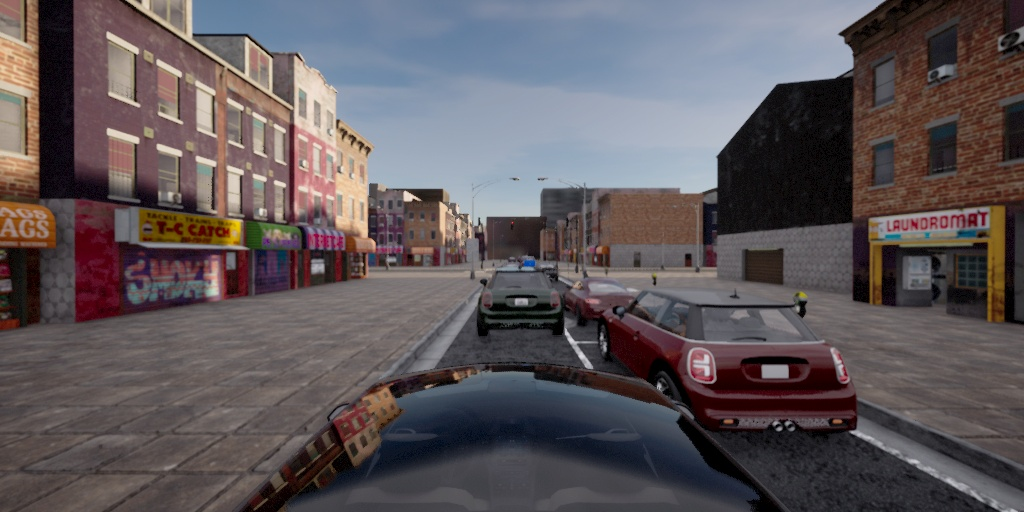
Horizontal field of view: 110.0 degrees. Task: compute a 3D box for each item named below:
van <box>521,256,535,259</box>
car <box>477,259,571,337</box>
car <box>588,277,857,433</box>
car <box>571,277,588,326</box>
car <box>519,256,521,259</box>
[{"bbox_3d":[2.679,0.961,55.256,1.690,1.789,3.998,0,0,0],"label":"van"},{"bbox_3d":[0.138,1.069,10.365,2.097,1.767,4.553,0,0,-2],"label":"car"},{"bbox_3d":[2.640,1.174,5.537,1.967,1.591,4.097,0,0,0],"label":"car"},{"bbox_3d":[2.645,1.295,11.217,1.802,1.307,4.207,0,0,0],"label":"car"},{"bbox_3d":[2.684,1.052,60.731,1.967,1.591,4.097,0,0,0],"label":"car"}]
